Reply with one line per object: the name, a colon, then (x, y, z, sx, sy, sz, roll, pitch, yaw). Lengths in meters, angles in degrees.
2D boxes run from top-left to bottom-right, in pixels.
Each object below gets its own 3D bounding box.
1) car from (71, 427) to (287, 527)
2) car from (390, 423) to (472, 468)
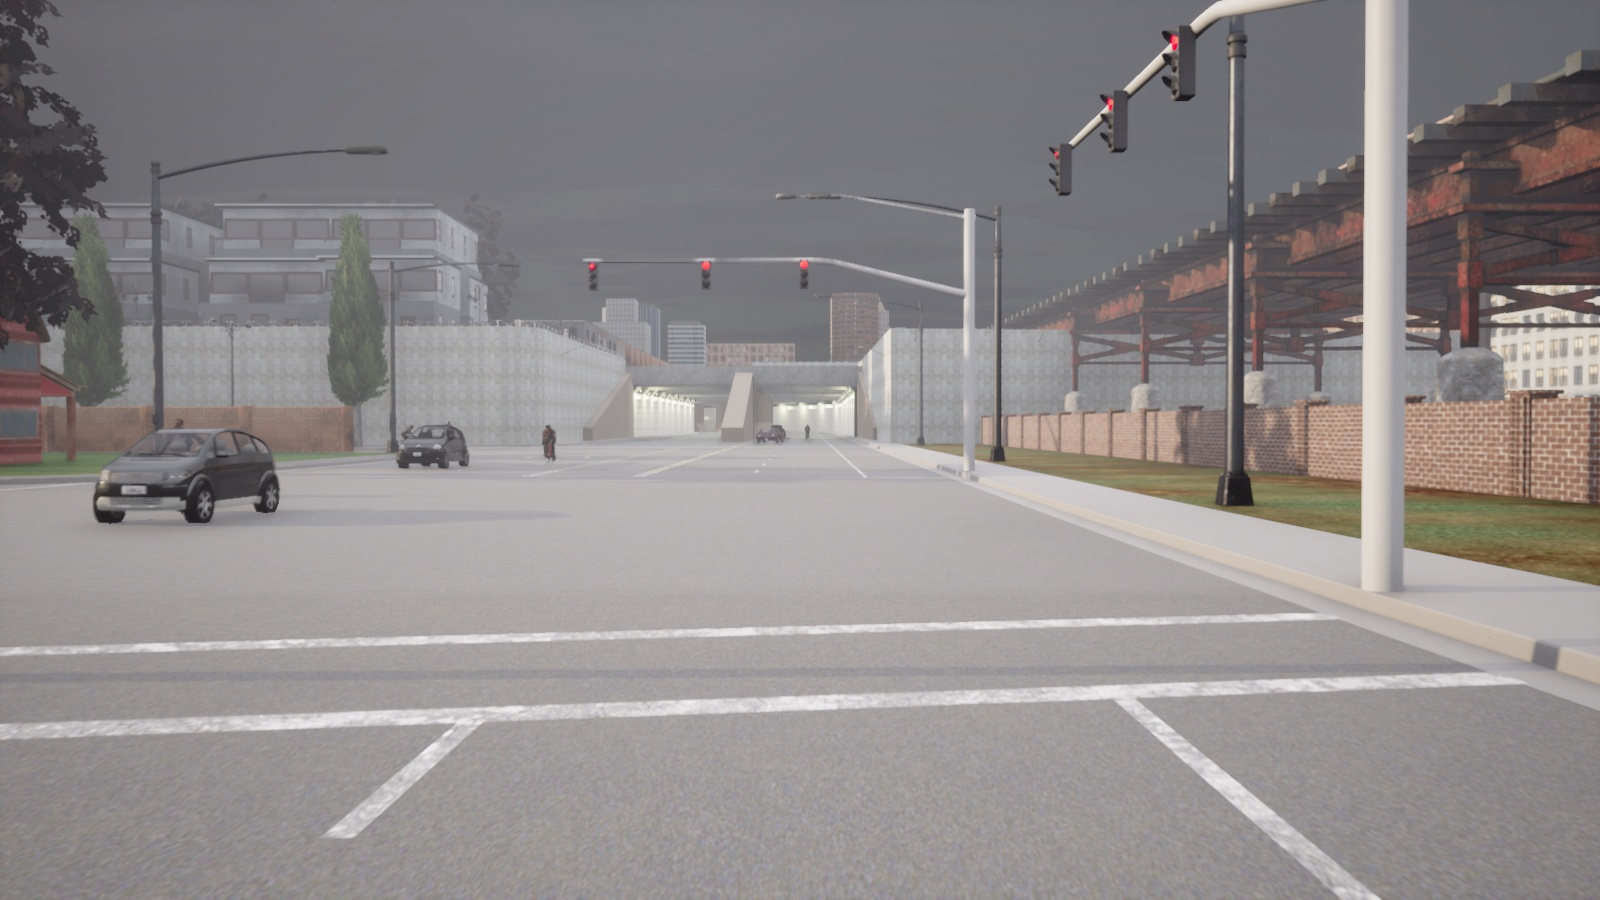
car: (-10.360, 0.383, 21.275, 1.789, 1.549, 3.705, 0, 1, 0)
car: (-13.710, -0.209, 46.882, 1.851, 1.617, 3.988, 0, 1, 0)
